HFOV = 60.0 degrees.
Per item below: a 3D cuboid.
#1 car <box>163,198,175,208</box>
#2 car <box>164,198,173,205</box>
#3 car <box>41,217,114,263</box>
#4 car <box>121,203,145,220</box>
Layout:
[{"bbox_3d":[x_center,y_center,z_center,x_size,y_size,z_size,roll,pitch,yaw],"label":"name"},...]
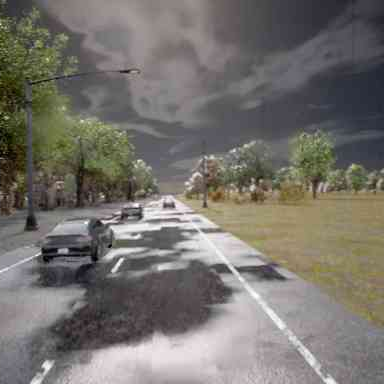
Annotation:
[{"bbox_3d":[-3.774,1.911,54.920,1.994,1.385,4.181,-2,0,-4],"label":"car"},{"bbox_3d":[-5.193,2.064,73.069,1.895,1.301,4.718,-2,0,-4],"label":"car"},{"bbox_3d":[-4.204,1.695,12.691,1.812,1.442,4.674,-2,0,-4],"label":"car"},{"bbox_3d":[-5.593,1.782,31.722,2.128,1.511,4.902,-2,0,-4],"label":"car"}]
